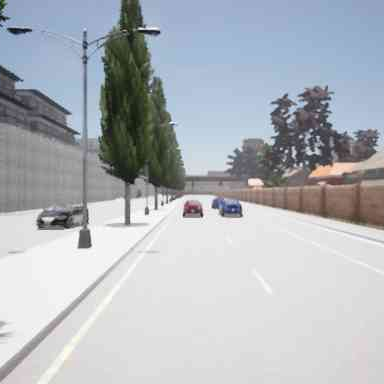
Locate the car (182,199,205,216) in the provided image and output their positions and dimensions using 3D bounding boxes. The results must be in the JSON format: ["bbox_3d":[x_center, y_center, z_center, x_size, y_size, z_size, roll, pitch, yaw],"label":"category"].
[{"bbox_3d":[0.089,1.480,31.324,1.812,1.442,4.674,0,0,0],"label":"car"}]

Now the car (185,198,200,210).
[{"bbox_3d":[0.082,1.537,43.601,1.895,1.301,4.718,0,0,0],"label":"car"}]

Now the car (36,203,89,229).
[{"bbox_3d":[-8.047,1.440,21.049,2.128,1.511,4.902,1,0,0],"label":"car"}]

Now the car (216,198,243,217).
[{"bbox_3d":[3.583,1.432,31.349,1.882,1.535,5.008,0,0,0],"label":"car"}]

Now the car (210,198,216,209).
[{"bbox_3d":[3.585,1.461,44.449,1.812,1.442,4.674,0,0,0],"label":"car"}]
